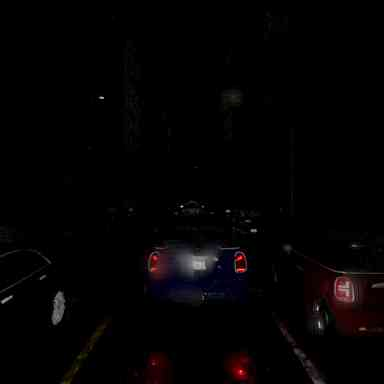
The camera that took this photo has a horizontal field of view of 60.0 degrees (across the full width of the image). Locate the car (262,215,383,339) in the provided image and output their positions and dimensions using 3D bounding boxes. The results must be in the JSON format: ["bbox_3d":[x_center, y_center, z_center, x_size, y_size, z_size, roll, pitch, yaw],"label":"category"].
[{"bbox_3d":[2.858,1.440,6.586,1.967,1.590,4.097,0,0,0],"label":"car"}]

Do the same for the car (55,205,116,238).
[{"bbox_3d":[-5.659,1.567,17.595,1.947,1.339,4.313,0,0,0],"label":"car"}]

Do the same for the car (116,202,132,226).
[{"bbox_3d":[-5.656,1.584,23.097,1.802,1.307,4.206,0,0,0],"label":"car"}]

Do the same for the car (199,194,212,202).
[{"bbox_3d":[2.934,1.484,65.682,1.967,1.590,4.097,0,0,0],"label":"car"}]

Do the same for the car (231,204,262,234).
[{"bbox_3d":[2.866,1.552,17.589,2.008,1.369,4.403,0,0,0],"label":"car"}]

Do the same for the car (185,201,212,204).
[{"bbox_3d":[0.108,1.479,17.437,1.882,1.535,5.008,0,0,0],"label":"car"}]

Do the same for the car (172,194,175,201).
[{"bbox_3d":[-5.563,1.617,76.518,2.008,1.369,4.403,0,0,0],"label":"car"}]

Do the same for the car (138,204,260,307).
[{"bbox_3d":[0.105,1.352,8.157,2.097,1.767,4.553,0,0,0],"label":"car"}]

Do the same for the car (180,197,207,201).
[{"bbox_3d":[0.019,1.460,27.459,1.801,1.575,5.366,0,0,0],"label":"car"}]

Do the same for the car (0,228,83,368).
[{"bbox_3d":[-3.099,1.505,4.072,1.837,1.490,4.892,0,0,0],"label":"car"}]

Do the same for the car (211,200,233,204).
[{"bbox_3d":[2.874,1.569,28.592,1.947,1.339,4.313,0,0,0],"label":"car"}]

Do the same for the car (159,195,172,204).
[{"bbox_3d":[-5.591,1.626,65.701,1.802,1.307,4.206,0,0,0],"label":"car"}]

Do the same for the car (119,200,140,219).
[{"bbox_3d":[-5.652,1.444,28.598,1.967,1.590,4.097,0,0,0],"label":"car"}]

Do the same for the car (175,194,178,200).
[{"bbox_3d":[-5.523,1.638,92.573,1.752,1.417,4.829,0,0,0],"label":"car"}]
